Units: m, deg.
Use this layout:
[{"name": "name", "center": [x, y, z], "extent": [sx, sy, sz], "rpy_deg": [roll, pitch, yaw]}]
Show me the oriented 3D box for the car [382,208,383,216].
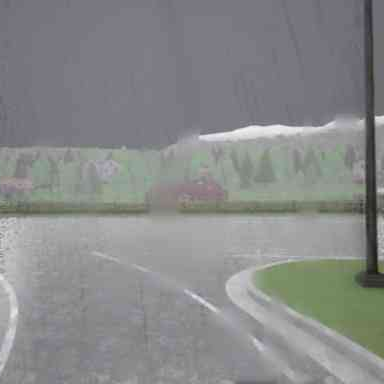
[{"name": "car", "center": [17.286, 1.330, 25.341], "extent": [5.008, 1.535, 1.882], "rpy_deg": [-1, 0, 10]}]
